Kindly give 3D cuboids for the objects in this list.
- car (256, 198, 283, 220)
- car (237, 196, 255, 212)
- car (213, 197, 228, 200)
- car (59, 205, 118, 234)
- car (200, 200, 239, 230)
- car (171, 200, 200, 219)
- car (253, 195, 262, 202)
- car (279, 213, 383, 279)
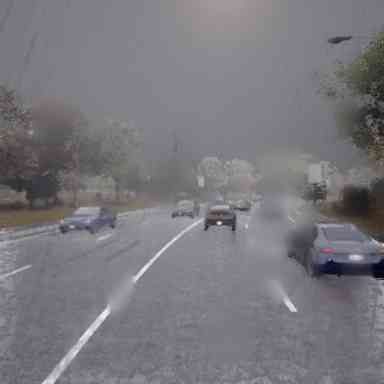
[{"bbox_3d":[6.534,1.526,27.436,2.033,1.411,5.357,0,0,12],"label":"car"},{"bbox_3d":[5.804,1.520,38.913,1.994,1.385,4.181,0,0,16],"label":"car"},{"bbox_3d":[4.862,1.474,57.955,1.994,1.385,4.181,0,0,23],"label":"car"},{"bbox_3d":[-5.682,1.474,18.896,1.812,1.442,4.674,0,0,8],"label":"car"},{"bbox_3d":[1.880,1.476,20.996,1.837,1.490,4.892,0,0,8],"label":"car"},{"bbox_3d":[-0.468,1.453,28.839,1.837,1.490,4.892,0,0,12],"label":"car"},{"bbox_3d":[13.030,1.416,67.244,1.837,1.490,4.892,0,0,26],"label":"car"},{"bbox_3d":[4.147,1.560,10.096,1.994,1.385,4.181,0,0,4],"label":"car"}]
